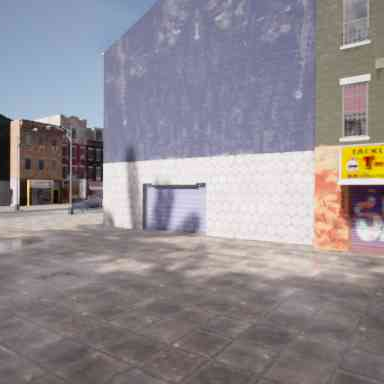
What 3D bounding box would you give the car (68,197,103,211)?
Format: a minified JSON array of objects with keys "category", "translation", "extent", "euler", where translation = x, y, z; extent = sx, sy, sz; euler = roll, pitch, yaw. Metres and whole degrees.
[{"category":"car","translation":[-11.284,1.236,36.129],"extent":[1.994,1.385,4.181],"euler":[1,1,35]}]
